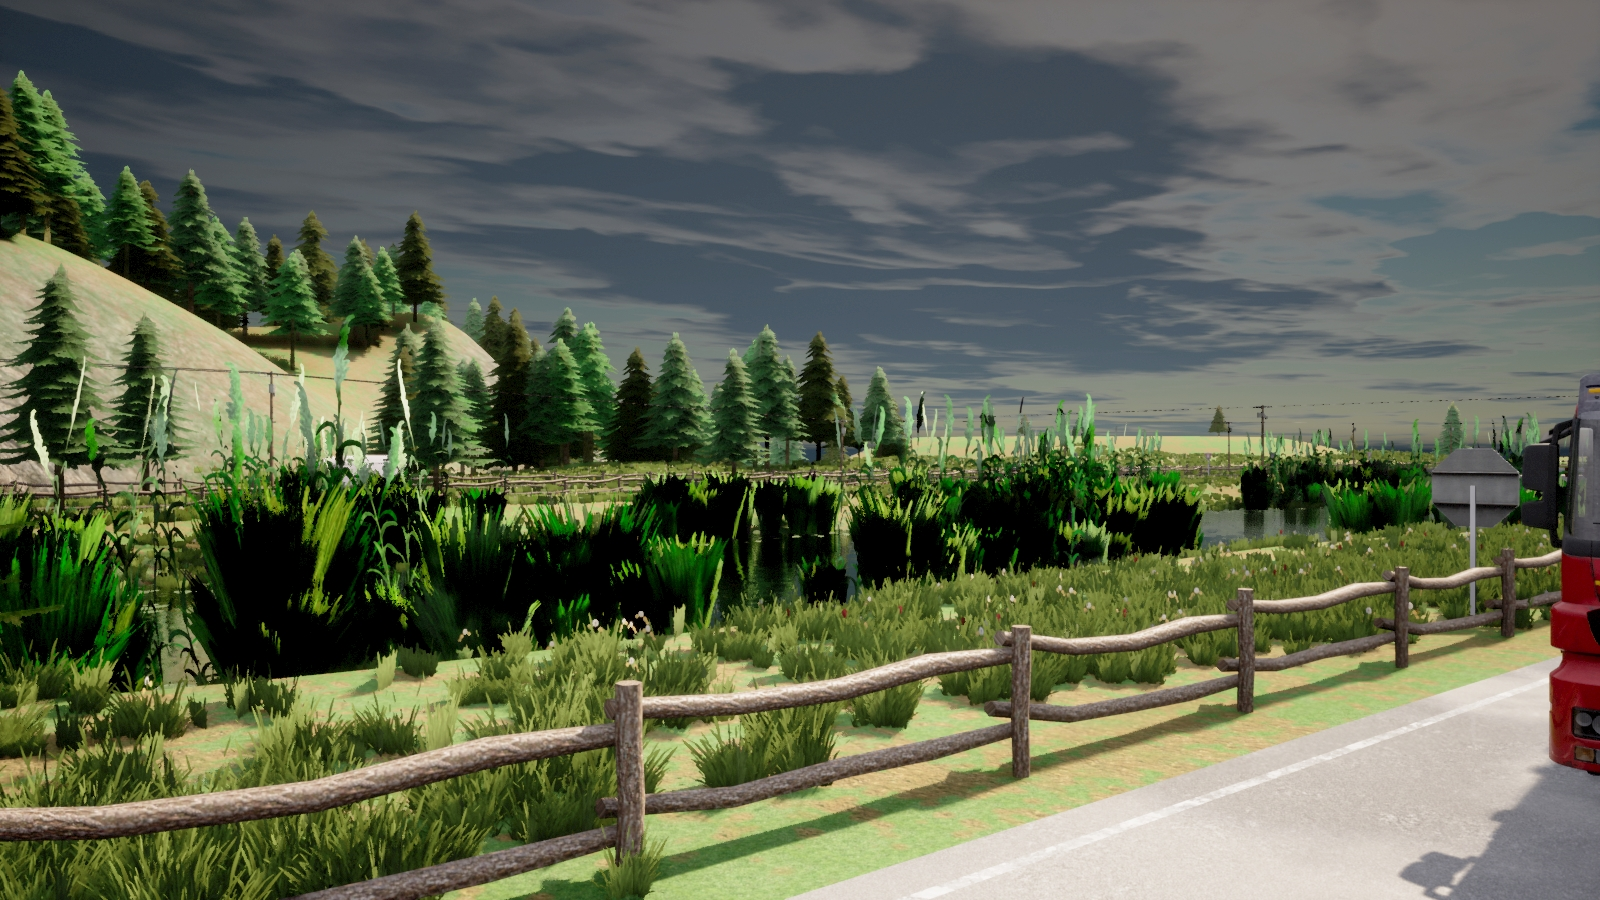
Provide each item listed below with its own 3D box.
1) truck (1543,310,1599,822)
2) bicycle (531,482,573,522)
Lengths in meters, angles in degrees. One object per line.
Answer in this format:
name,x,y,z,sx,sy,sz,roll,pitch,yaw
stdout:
truck,9.607,0.862,10.982,2.891,3.827,8.468,0,0,42
bicycle,-9.720,2.029,44.744,1.643,1.496,0.373,0,0,-43
